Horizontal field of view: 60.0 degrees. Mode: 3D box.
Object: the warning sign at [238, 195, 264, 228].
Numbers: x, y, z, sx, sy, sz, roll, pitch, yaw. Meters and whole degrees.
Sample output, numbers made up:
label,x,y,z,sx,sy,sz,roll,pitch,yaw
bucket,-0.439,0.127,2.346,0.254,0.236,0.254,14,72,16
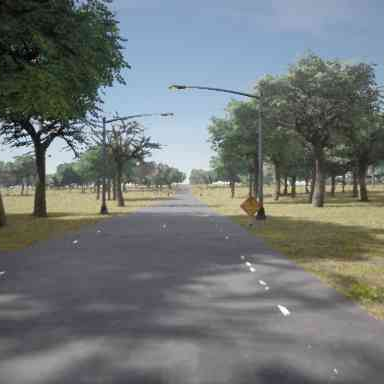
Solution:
label,x,y,z,sx,sy,sz,roll,pitch,yaw
warning sign,3.504,1.130,19.769,1.300,1.860,1.060,1,1,-1
